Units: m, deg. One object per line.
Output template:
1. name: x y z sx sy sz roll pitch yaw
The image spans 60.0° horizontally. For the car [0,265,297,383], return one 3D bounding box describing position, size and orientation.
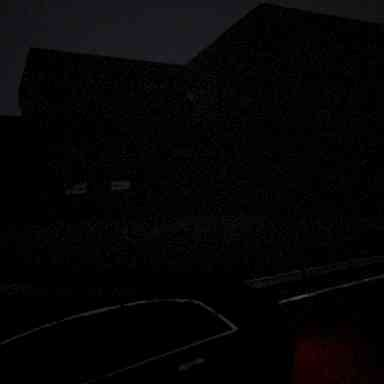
1. car: -1.246 1.496 2.643 4.892 1.490 1.837 0 0 -34
